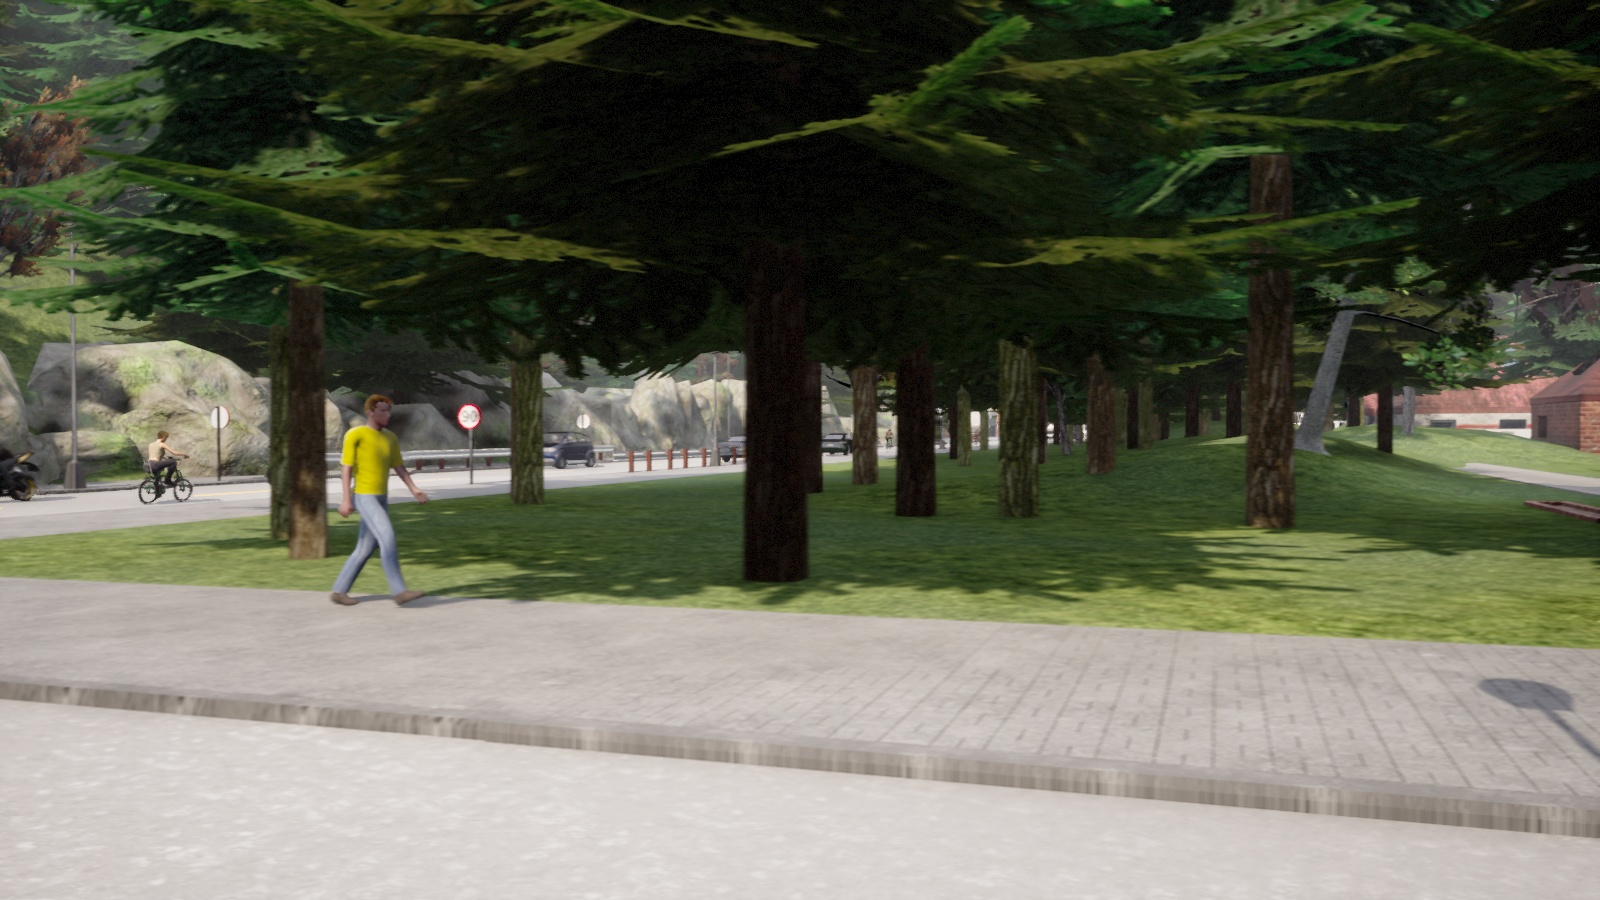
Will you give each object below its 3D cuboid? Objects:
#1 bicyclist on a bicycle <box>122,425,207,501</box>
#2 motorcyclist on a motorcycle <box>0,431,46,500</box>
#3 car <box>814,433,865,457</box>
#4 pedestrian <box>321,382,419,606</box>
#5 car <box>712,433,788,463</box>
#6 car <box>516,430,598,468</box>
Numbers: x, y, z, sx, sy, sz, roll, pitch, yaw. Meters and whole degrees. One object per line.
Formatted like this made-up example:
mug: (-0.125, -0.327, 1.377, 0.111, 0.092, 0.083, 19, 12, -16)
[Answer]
bicyclist on a bicycle: (-13.989, 0.267, 27.685, 0.866, 1.612, 1.509, 1, 1, 18)
motorcyclist on a motorcycle: (-18.111, 0.345, 27.980, 0.866, 1.530, 2.191, 1, 1, 18)
car: (2.457, -0.338, 77.262, 1.994, 1.385, 4.181, 1, 1, 19)
pedestrian: (-3.607, 0.354, 10.538, 0.706, 1.836, 0.354, 1, 1, 20)
car: (-2.428, -0.139, 62.678, 2.033, 1.411, 5.357, 1, 1, 18)
car: (-10.072, -0.071, 52.321, 1.789, 1.549, 3.705, 1, 1, 18)
